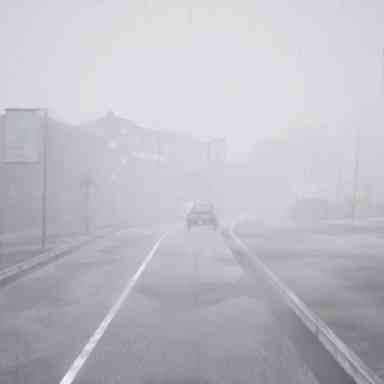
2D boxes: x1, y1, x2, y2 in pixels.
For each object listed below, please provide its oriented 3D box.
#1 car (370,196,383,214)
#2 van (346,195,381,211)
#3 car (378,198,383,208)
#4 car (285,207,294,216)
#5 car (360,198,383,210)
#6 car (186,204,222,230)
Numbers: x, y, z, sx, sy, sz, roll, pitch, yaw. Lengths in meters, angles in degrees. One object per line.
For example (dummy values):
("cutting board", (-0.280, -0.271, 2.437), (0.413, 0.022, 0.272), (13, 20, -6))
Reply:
("car", (21.042, 1.290, 33.246), (2.435, 2.045, 5.566), (-2, -2, -12))
("van", (23.751, 1.578, 46.266), (1.878, 1.987, 4.442), (-3, -2, -12))
("car", (29.197, 1.545, 47.535), (2.002, 1.452, 4.674), (-3, -2, -12))
("car", (13.335, 2.018, 39.144), (4.902, 1.511, 2.128), (-1, -2, -16))
("car", (26.468, 1.661, 46.961), (2.231, 1.521, 4.892), (-3, -2, -12))
("car", (0.847, 1.560, 21.648), (2.128, 1.511, 4.902), (-1, 0, 9))
